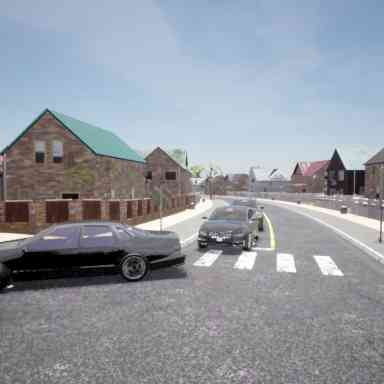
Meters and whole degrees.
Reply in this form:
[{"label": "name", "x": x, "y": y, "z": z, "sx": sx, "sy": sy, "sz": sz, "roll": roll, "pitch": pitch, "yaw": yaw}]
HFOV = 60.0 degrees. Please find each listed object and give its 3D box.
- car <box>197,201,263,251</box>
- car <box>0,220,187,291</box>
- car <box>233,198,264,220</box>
[{"label": "car", "x": 1.624, "y": 1.338, "z": 13.500, "sx": 1.837, "sy": 1.490, "sz": 4.892, "roll": 1, "pitch": 1, "yaw": 17}, {"label": "car", "x": -2.865, "y": 1.436, "z": 8.370, "sx": 5.357, "sy": 1.411, "sz": 2.033, "roll": -1, "pitch": 1, "yaw": -13}, {"label": "car", "x": 3.049, "y": 1.143, "z": 19.225, "sx": 2.097, "sy": 1.767, "sz": 4.553, "roll": 1, "pitch": 1, "yaw": 11}]
